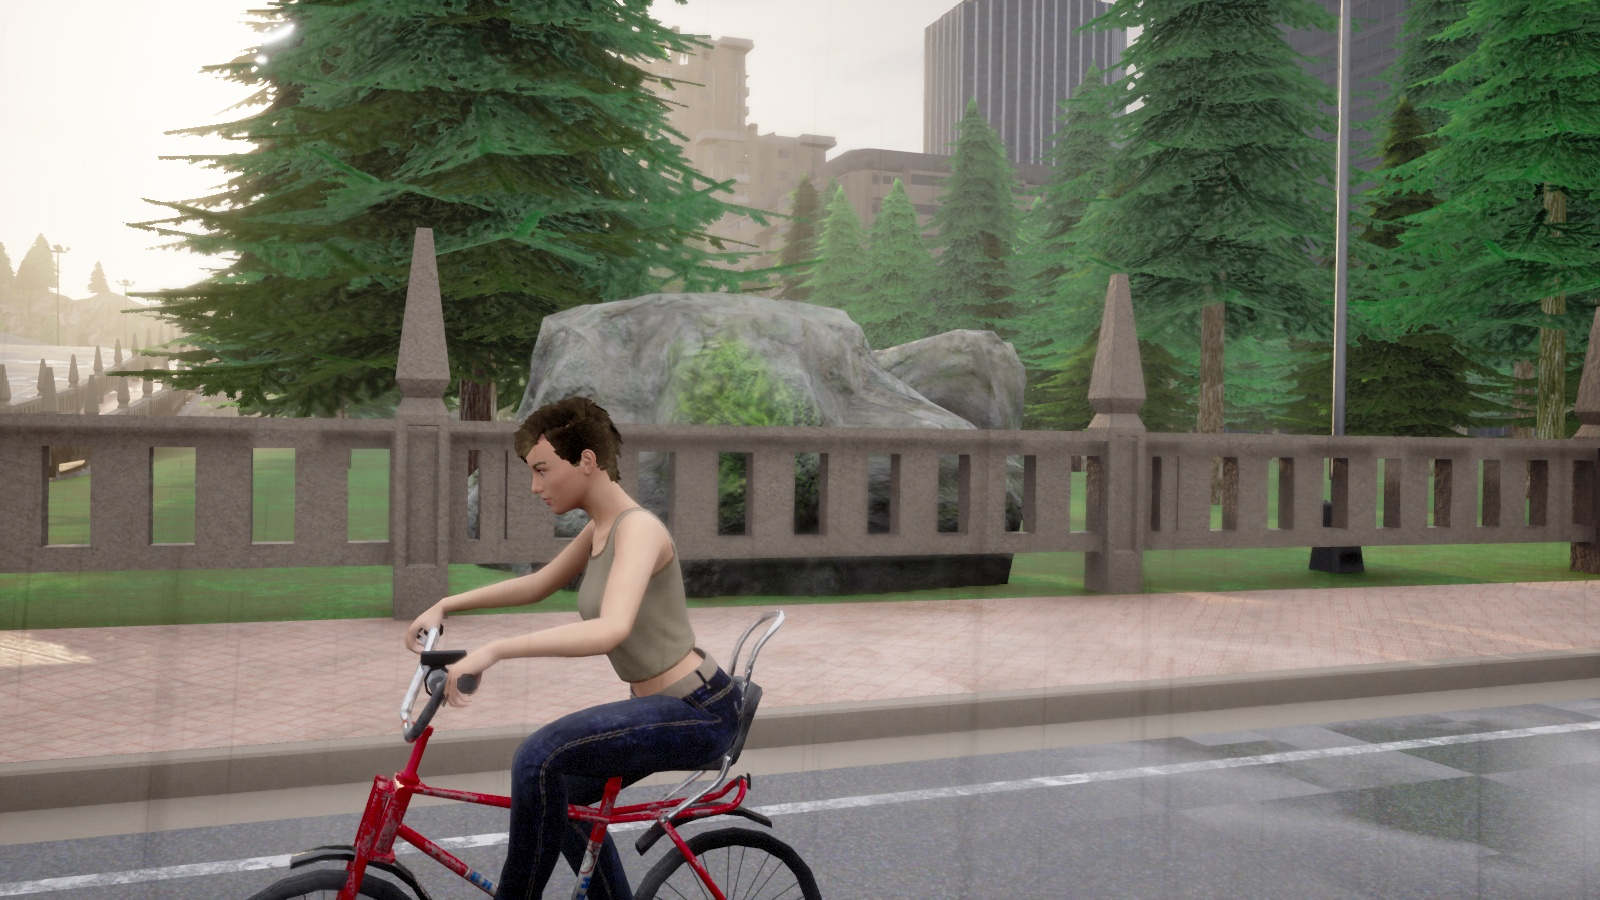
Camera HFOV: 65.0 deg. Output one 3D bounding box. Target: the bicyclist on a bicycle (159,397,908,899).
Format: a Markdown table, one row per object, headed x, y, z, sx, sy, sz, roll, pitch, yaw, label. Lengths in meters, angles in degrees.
| x | y | z | sx | sy | sz | roll | pitch | yaw | label |
| --- | --- | --- | --- | --- | --- | --- | --- | --- | --- |
| -0.616 | 0.692 | 2.999 | 1.509 | 1.612 | 0.866 | -1 | 1 | -20 | bicyclist on a bicycle |
